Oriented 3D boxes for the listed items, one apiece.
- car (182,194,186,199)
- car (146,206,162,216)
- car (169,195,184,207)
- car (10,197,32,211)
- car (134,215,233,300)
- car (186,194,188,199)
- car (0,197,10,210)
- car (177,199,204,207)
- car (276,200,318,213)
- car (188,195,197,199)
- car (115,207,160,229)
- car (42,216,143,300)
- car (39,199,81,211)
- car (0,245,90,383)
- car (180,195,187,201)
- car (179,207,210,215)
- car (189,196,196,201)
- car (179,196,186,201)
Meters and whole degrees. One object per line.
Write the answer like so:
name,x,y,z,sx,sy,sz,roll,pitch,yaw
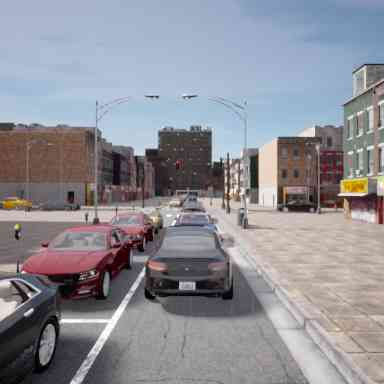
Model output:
car,-2.533,1.411,56.826,2.192,1.841,5.009,0,0,0
car,-2.600,1.540,19.255,1.752,1.417,4.829,0,0,0
car,-2.544,1.606,51.212,1.752,1.417,4.829,0,0,0
car,-21.695,1.387,39.461,5.008,1.535,1.882,0,0,0
car,-0.041,1.529,8.302,1.812,1.442,4.674,0,0,1
car,-2.496,1.695,78.431,1.752,1.417,4.829,0,0,0
car,-23.224,1.383,36.508,4.892,1.490,1.837,0,0,0
car,0.157,1.530,25.967,1.837,1.490,4.892,0,0,2
car,12.521,1.685,39.575,5.008,1.535,1.882,1,0,0
car,0.146,1.539,81.908,2.097,1.767,4.553,0,0,0
car,-2.609,1.553,13.931,1.887,1.381,4.507,0,0,0
car,-2.619,1.548,8.436,1.887,1.381,4.507,0,0,0
car,-14.473,1.505,36.536,4.181,1.385,1.994,0,0,0
car,-2.628,1.552,2.942,2.008,1.369,4.403,0,0,0
car,-2.466,1.672,94.935,1.967,1.590,4.097,0,0,0
car,0.122,1.611,15.666,1.895,1.301,4.718,0,0,0
car,0.164,1.817,92.089,1.895,1.301,4.718,0,0,0
car,-2.476,1.757,89.490,1.887,1.381,4.507,0,0,0
